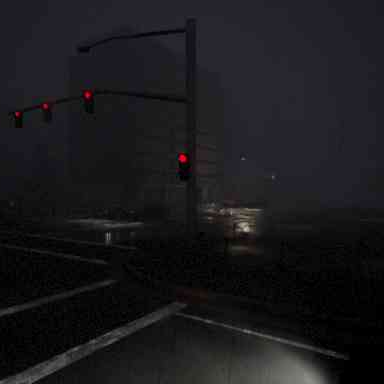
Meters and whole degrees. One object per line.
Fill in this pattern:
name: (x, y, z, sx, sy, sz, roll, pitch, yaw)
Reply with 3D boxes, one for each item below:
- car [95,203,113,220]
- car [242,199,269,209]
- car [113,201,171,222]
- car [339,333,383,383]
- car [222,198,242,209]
car: (-6.487, 1.608, 29.824, 1.812, 1.442, 4.674, 0, 0, 34)
car: (9.192, 1.634, 46.411, 1.994, 1.385, 4.181, 0, 0, 35)
car: (-3.812, 1.547, 27.573, 1.882, 1.535, 5.008, 0, 0, 35)
car: (3.495, 1.540, 1.477, 5.357, 1.411, 2.033, 0, 0, 35)
car: (6.167, 1.560, 48.190, 1.882, 1.535, 5.008, 0, 0, 35)
